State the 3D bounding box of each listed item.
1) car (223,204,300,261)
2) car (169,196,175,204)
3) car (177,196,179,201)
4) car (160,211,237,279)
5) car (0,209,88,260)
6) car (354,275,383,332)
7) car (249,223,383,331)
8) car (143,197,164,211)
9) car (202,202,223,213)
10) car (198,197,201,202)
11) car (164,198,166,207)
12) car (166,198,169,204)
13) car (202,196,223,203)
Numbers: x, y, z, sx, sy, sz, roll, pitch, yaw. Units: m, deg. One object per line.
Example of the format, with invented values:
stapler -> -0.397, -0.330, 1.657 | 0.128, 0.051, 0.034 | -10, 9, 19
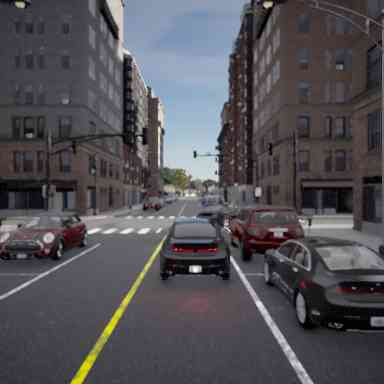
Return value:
car -> 2.633, 1.391, 12.527 | 2.192, 1.841, 5.009 | 0, 0, 0
car -> -5.440, 1.975, 72.599 | 1.887, 1.381, 4.507 | 0, 0, 0
car -> -5.441, 2.142, 94.613 | 1.802, 1.307, 4.206 | 0, 0, 0
car -> 0.087, 1.568, 10.274 | 1.837, 1.490, 4.892 | 0, 0, 0
car -> -5.392, 1.516, 12.522 | 1.967, 1.590, 4.097 | 0, 0, 0
car -> 2.638, 1.552, 1.162 | 1.887, 1.381, 4.507 | 0, 0, 0
car -> 2.635, 1.592, 6.844 | 2.008, 1.369, 4.403 | 0, 0, 0
car -> -5.438, 1.583, 45.082 | 2.192, 1.841, 5.009 | 0, 0, 0
car -> 2.214, 1.634, 22.258 | 1.837, 1.490, 4.892 | -3, -1, 36
car -> 2.662, 1.648, 56.094 | 2.192, 1.841, 5.009 | 0, 0, 0
car -> -5.439, 1.867, 50.583 | 1.947, 1.339, 4.313 | 0, 0, 0
car -> -5.439, 1.884, 56.087 | 2.008, 1.369, 4.403 | 0, 0, 0
car -> 2.683, 1.551, 39.583 | 2.192, 1.841, 5.009 | 0, 0, 0
